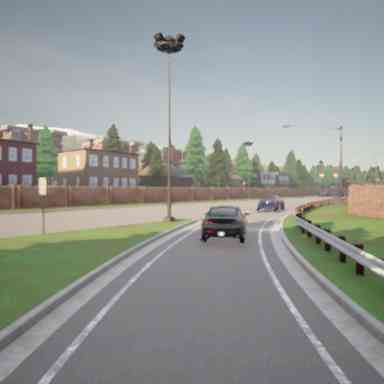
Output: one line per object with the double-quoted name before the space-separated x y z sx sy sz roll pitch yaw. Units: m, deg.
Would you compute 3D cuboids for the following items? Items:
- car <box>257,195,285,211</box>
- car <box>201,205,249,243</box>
"car" 8.452 1.057 35.245 2.097 1.767 4.553 0 1 26
"car" 1.589 1.375 15.517 1.837 1.490 4.892 0 1 10
